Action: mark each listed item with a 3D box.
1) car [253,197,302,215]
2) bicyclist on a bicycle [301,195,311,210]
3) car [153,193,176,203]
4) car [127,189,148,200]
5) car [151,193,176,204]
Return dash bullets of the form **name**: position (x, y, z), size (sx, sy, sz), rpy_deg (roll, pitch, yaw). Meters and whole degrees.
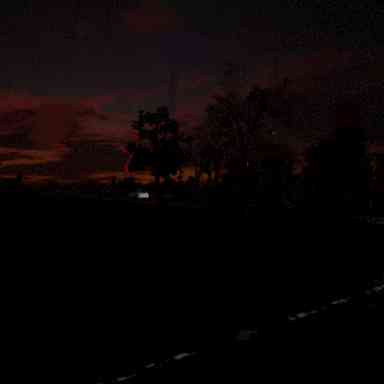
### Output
- **car**: position (8.062, 1.242, 31.696), size (1.882, 1.535, 5.008), rpy_deg (0, 1, -35)
- **bicyclist on a bicycle**: position (12.340, 1.186, 36.013), size (1.656, 1.620, 0.582), rpy_deg (0, 1, -35)
- **car**: position (-4.602, 0.946, 54.865), size (1.812, 1.442, 4.674), rpy_deg (0, 1, -34)
- **car**: position (-10.315, 0.514, 62.928), size (2.150, 2.045, 5.566), rpy_deg (0, 1, -35)
- **car**: position (-4.193, 1.093, 49.258), size (1.895, 1.301, 4.718), rpy_deg (0, 1, -35)
